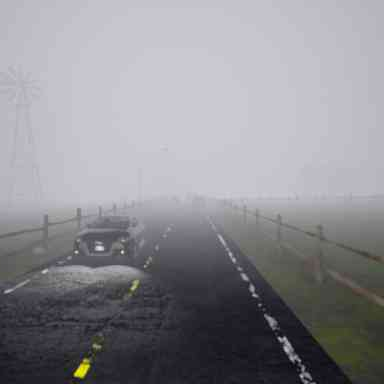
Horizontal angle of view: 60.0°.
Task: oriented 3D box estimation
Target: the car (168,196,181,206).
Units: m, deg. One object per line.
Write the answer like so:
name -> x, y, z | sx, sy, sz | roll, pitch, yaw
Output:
car -> -2.810, 1.419, 53.778 | 1.812, 1.442, 4.674 | 0, 0, 0

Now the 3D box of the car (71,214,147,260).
car -> -2.847, 1.533, 12.214 | 1.994, 1.385, 4.181 | 0, 0, 0

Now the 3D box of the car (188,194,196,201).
car -> 0.009, 1.245, 77.985 | 1.812, 1.442, 4.674 | 0, 0, 0

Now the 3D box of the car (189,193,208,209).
car -> 0.966, 1.259, 44.331 | 2.097, 1.767, 4.553 | 0, 0, 0

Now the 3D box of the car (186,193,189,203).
car -> 0.005, 1.111, 63.311 | 2.150, 2.045, 5.566 | 0, 0, 0
